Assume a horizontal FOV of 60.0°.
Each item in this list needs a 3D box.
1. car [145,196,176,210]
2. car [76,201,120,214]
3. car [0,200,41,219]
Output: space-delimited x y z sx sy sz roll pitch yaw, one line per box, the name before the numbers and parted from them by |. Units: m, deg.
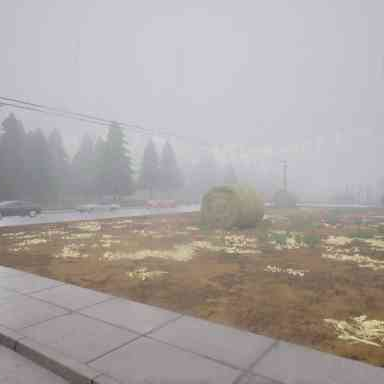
car | -4.213 1.379 44.728 2.097 1.767 4.553 0 0 37
car | -10.307 1.628 36.536 1.895 1.301 4.718 0 0 37
car | -15.790 1.531 29.147 1.837 1.490 4.892 0 0 37
